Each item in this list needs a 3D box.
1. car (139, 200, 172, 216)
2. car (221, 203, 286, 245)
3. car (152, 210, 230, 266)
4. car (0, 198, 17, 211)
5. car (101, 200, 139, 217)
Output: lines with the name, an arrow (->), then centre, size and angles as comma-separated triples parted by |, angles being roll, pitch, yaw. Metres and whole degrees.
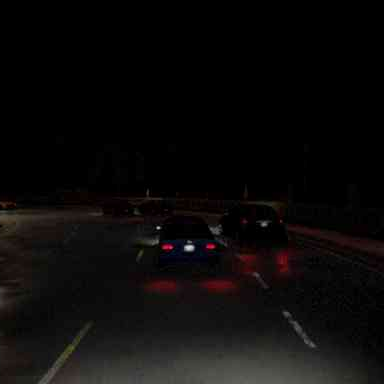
car -> -3.727, 1.517, 32.911 | 1.882, 1.535, 5.008 | 0, 0, -32
car -> 2.697, 1.372, 15.926 | 2.097, 1.767, 4.553 | 0, 0, -8
car -> -0.254, 1.562, 11.523 | 2.033, 1.411, 5.357 | 0, 0, -4
car -> -24.473, 1.529, 42.149 | 5.008, 1.535, 1.882 | 0, 0, 25
car -> -7.245, 1.516, 31.949 | 1.882, 1.535, 5.008 | 0, 0, -33
